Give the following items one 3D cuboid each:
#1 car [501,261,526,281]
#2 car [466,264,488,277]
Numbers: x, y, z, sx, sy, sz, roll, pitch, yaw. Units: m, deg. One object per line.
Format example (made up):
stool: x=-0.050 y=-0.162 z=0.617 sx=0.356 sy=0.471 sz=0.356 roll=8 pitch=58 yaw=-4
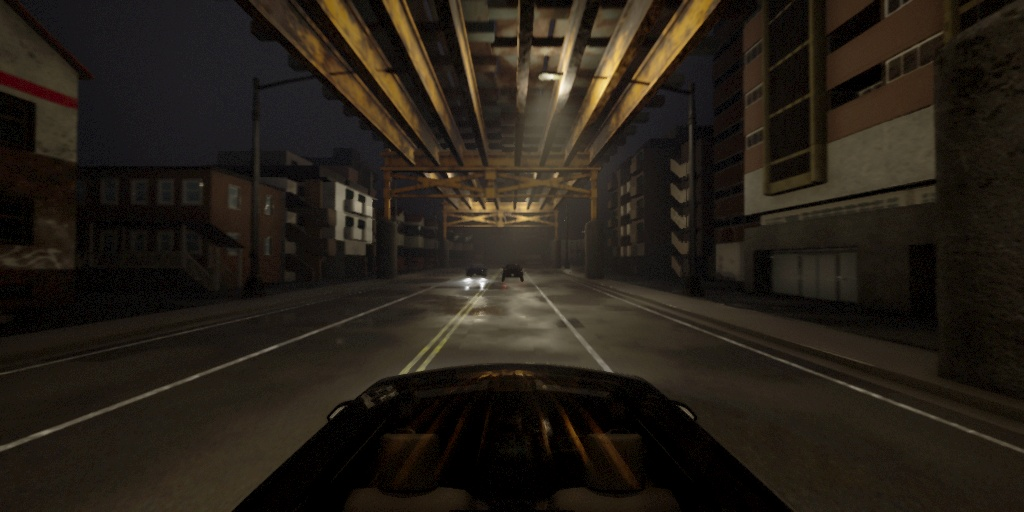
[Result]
car: x=0.053 y=1.411 z=31.962 sx=1.812 sy=1.442 sz=4.674 roll=0 pitch=0 yaw=0
car: x=-3.617 y=1.496 z=37.213 sx=1.895 sy=1.301 sz=4.718 roll=0 pitch=0 yaw=0
